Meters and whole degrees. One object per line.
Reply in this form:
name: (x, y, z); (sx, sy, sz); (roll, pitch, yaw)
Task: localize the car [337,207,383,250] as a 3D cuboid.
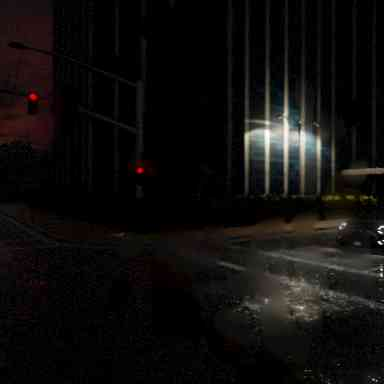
car: (8.202, 1.419, 14.126); (4.553, 1.767, 2.097); (0, 0, -35)
